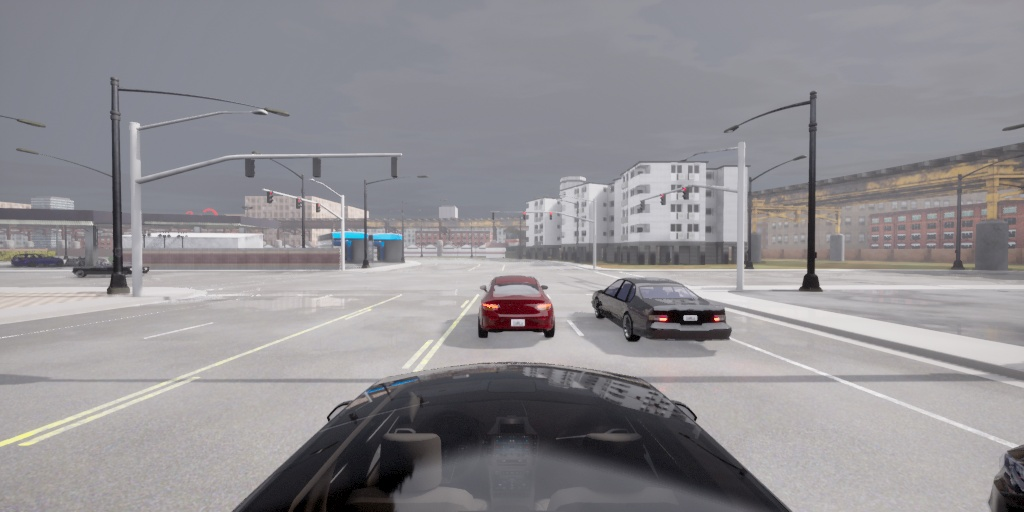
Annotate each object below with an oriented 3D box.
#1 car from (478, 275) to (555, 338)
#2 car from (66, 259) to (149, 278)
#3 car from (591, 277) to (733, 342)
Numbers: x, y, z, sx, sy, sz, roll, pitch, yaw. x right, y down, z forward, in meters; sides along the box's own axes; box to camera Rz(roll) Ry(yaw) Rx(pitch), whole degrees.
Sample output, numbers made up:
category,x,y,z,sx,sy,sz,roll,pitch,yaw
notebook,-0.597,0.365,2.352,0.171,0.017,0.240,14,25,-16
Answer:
category,x,y,z,sx,sy,sz,roll,pitch,yaw
car,0.069,1.257,10.000,1.812,1.442,4.674,0,0,-1
car,-33.756,1.136,30.184,4.718,1.301,1.895,0,1,-1
car,3.580,1.283,9.716,2.033,1.411,5.357,0,0,0
